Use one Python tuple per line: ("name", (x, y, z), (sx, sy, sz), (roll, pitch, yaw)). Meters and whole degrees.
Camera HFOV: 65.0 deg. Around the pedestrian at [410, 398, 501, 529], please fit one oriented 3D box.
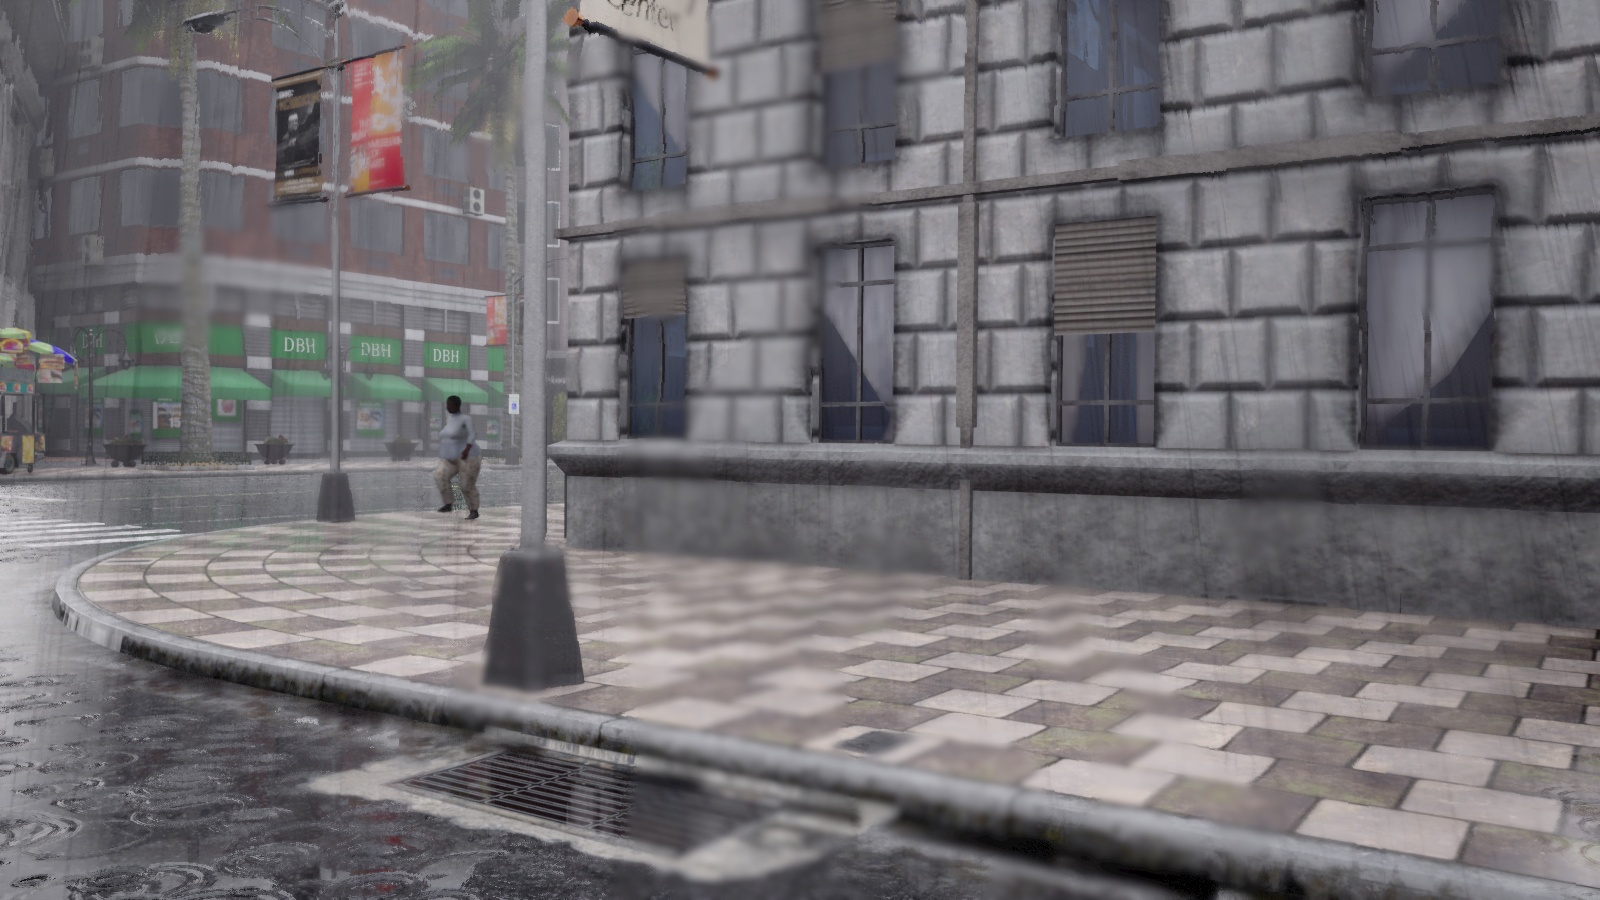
("pedestrian", (-5.023, 0.183, 18.334), (0.874, 1.855, 0.900), (0, 1, 35))
